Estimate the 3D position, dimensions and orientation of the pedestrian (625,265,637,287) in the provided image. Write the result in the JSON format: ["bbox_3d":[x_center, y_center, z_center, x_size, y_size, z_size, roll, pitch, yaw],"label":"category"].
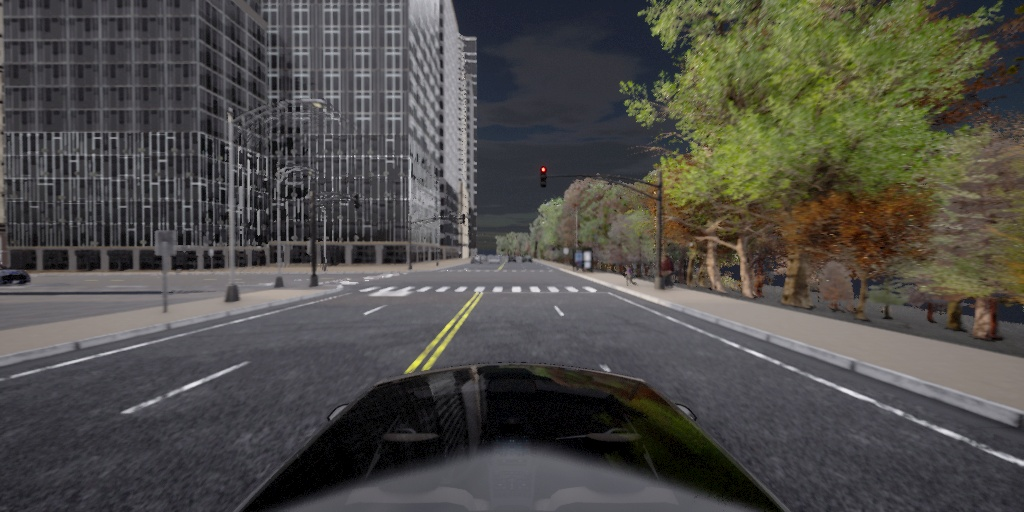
[{"bbox_3d":[6.457,1.036,19.637,0.375,1.300,0.375,0,1,0],"label":"pedestrian"}]

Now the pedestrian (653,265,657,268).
[{"bbox_3d":[7.941,0.759,19.132,0.375,1.860,0.375,0,1,0],"label":"pedestrian"}]

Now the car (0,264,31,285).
[{"bbox_3d":[-37.680,1.281,25.629,4.553,1.767,2.097,0,1,1],"label":"car"}]

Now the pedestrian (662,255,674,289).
[{"bbox_3d":[7.984,0.765,18.432,0.375,1.860,0.375,0,1,0],"label":"pedestrian"}]
